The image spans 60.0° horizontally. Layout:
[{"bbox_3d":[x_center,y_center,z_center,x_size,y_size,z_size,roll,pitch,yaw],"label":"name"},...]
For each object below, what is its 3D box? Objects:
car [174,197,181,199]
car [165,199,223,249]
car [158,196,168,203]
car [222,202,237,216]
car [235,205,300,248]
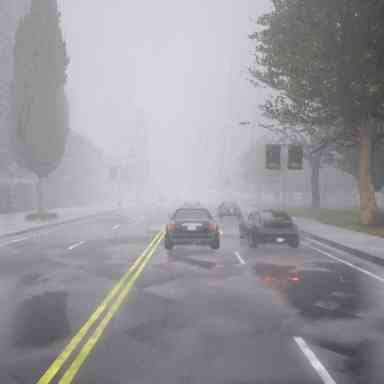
[{"bbox_3d":[-3.251,1.794,75.942,2.033,1.411,5.357,0,-1,0],"label":"car"},{"bbox_3d":[-0.001,1.369,14.622,2.097,1.767,4.553,0,0,0],"label":"car"},{"bbox_3d":[-6.501,1.754,75.943,1.837,1.490,4.892,0,-1,0],"label":"car"},{"bbox_3d":[3.249,1.590,29.655,2.033,1.411,5.357,0,0,0],"label":"car"},{"bbox_3d":[3.249,1.519,14.652,1.837,1.490,4.892,0,0,0],"label":"car"}]
